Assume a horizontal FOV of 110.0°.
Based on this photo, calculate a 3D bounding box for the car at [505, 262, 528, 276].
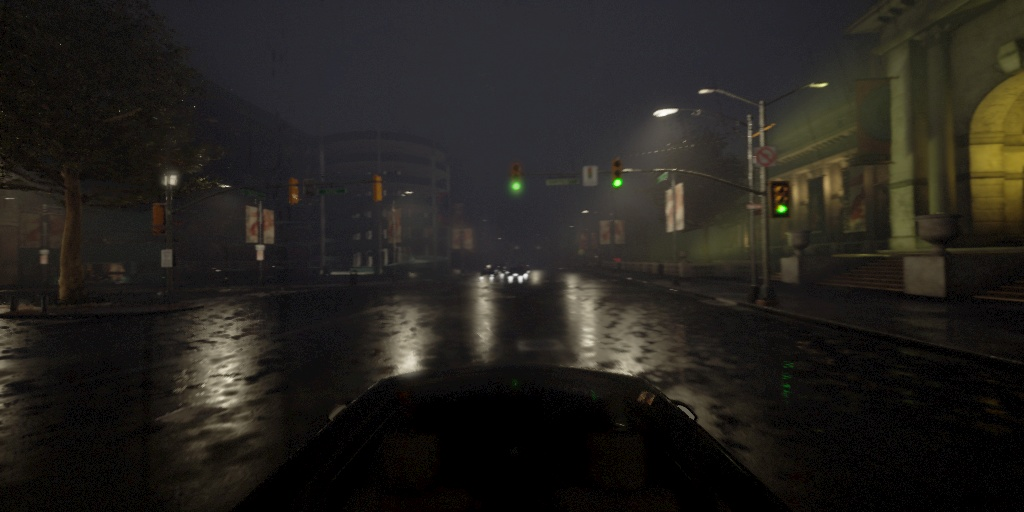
[{"bbox_3d":[0.656,1.839,46.423,1.994,1.385,4.181,-1,-1,5],"label":"car"}]

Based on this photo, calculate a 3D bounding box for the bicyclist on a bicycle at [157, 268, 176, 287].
[{"bbox_3d":[-31.355,1.953,32.583,0.582,1.620,1.656,-1,0,5],"label":"bicyclist on a bicycle"}]

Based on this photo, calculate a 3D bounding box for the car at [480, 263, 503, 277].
[{"bbox_3d":[-2.830,1.884,46.643,2.033,1.411,5.357,-1,-1,5],"label":"car"}]

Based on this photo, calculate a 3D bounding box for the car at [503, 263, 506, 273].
[{"bbox_3d":[-1.968,1.941,56.139,1.837,1.490,4.892,-1,-1,5],"label":"car"}]

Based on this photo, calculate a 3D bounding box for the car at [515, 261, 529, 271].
[{"bbox_3d":[1.801,1.834,65.319,2.097,1.767,4.553,-1,-1,-5],"label":"car"}]
